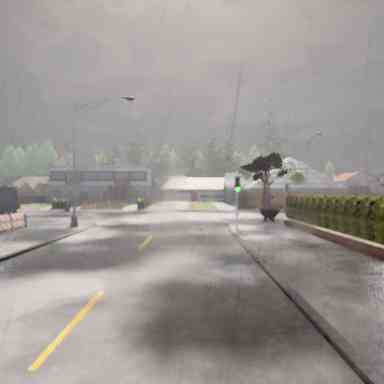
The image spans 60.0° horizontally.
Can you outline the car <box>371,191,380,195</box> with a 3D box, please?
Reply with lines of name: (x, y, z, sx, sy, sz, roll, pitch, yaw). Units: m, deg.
car: (38.011, 0.748, 68.602, 1.905, 1.878, 3.866, 0, 0, 0)
